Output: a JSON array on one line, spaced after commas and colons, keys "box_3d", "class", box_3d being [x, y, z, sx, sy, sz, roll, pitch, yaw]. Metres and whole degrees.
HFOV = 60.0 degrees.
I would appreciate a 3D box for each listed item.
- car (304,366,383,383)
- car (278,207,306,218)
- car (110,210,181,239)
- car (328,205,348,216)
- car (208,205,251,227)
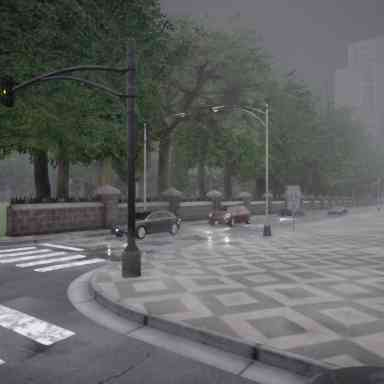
[{"box_3d": [2.454, 1.551, 1.218, 4.403, 1.369, 2.008, 0, 0, 35], "class": "car"}, {"box_3d": [12.401, 2.419, 40.945, 2.033, 1.411, 5.357, 0, -1, 35], "class": "car"}, {"box_3d": [-2.599, 1.833, 19.657, 1.837, 1.490, 4.892, 0, -1, 35], "class": "car"}, {"box_3d": [20.921, 2.634, 47.554, 2.033, 1.411, 5.357, 0, -1, 35], "class": "car"}, {"box_3d": [3.209, 1.888, 27.913, 2.097, 1.767, 4.553, 0, -1, 35], "class": "car"}]
